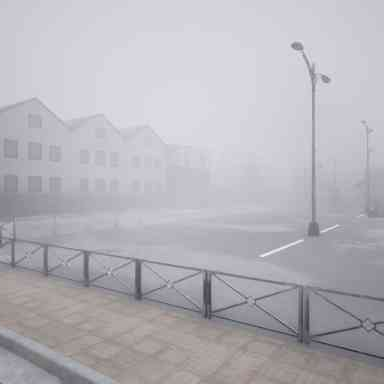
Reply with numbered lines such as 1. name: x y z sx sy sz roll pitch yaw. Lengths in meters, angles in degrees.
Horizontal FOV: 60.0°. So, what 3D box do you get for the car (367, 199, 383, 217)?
1. car: 15.435 1.298 26.794 2.007 1.523 4.514 0 0 35
